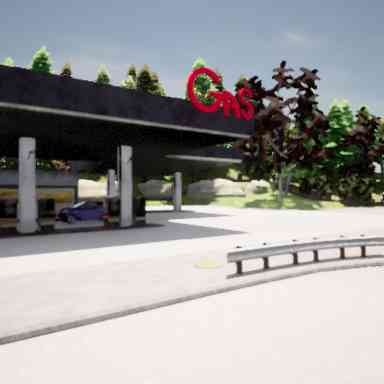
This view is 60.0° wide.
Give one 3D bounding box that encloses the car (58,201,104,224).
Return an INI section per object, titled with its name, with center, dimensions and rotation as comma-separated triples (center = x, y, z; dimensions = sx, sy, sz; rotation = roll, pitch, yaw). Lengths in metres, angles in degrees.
[car]
center = -7.547, 1.401, 23.525
dimensions = 3.633, 1.501, 1.845
rotation = 0, 0, -35
